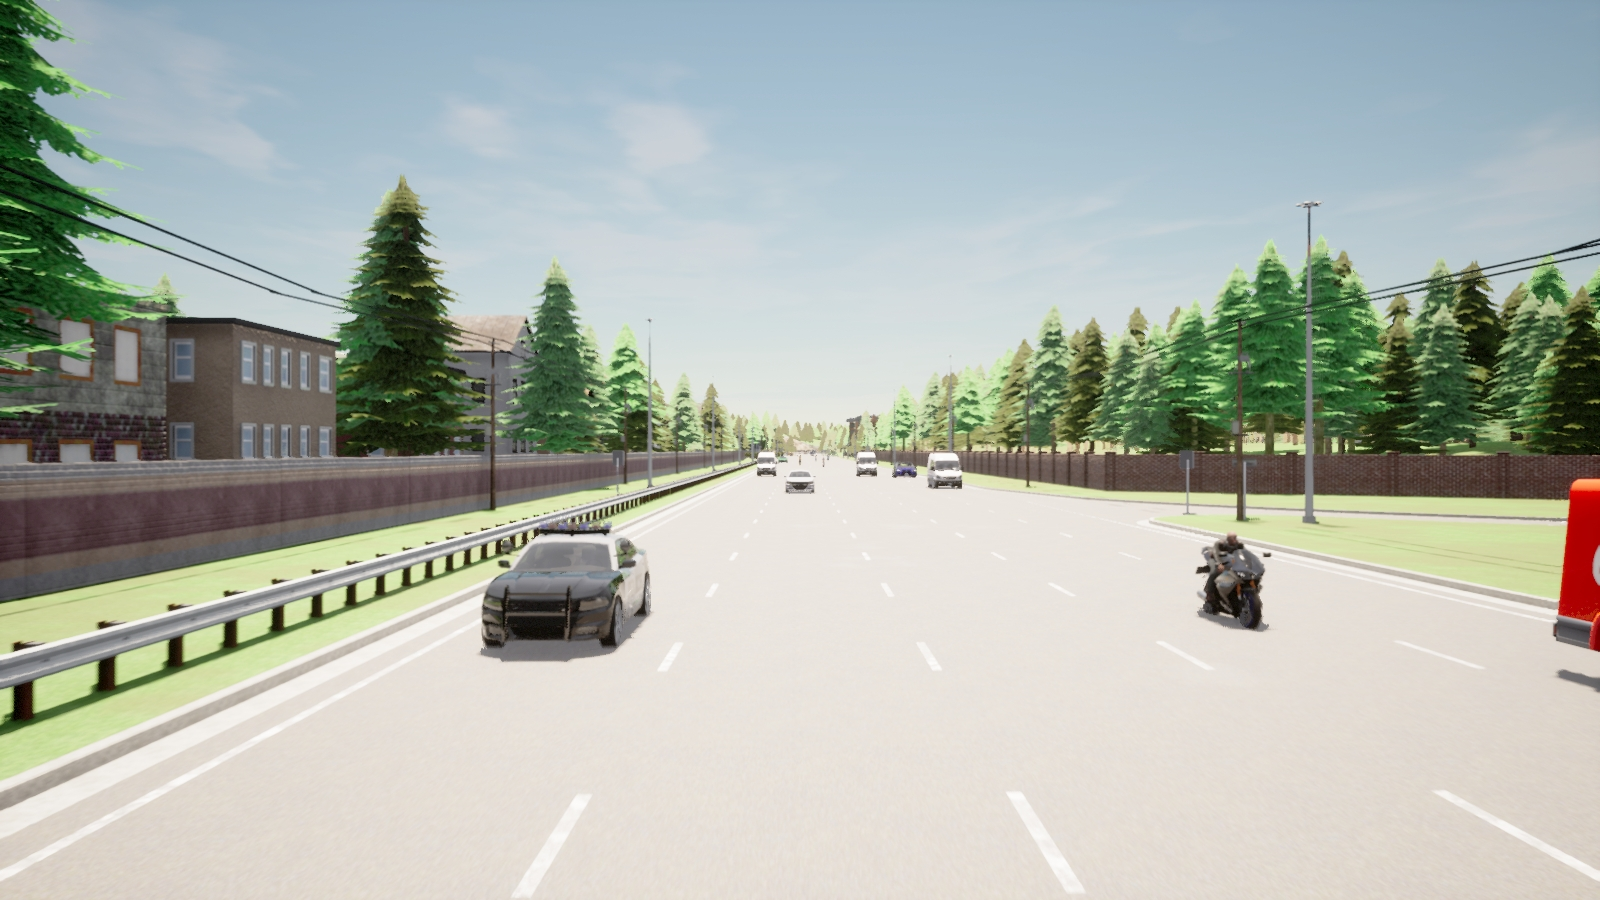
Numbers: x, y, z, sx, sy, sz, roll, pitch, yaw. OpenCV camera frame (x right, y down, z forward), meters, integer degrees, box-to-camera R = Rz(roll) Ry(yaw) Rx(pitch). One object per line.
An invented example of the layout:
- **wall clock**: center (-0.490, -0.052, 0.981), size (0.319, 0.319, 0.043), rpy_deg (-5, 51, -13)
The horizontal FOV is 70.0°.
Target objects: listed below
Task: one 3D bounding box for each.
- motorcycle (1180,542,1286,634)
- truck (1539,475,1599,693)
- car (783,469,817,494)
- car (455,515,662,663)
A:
- **motorcycle**: center (7.015, 2.205, 18.638), size (0.867, 1.251, 2.209), rpy_deg (0, 0, -1)
- **truck**: center (10.446, 1.567, 11.555), size (2.627, 2.467, 5.204), rpy_deg (1, 0, 1)
- **car**: center (-0.003, 2.034, 74.838), size (2.097, 1.535, 5.006), rpy_deg (0, 0, 0)
- **car**: center (-3.501, 1.982, 17.677), size (2.097, 1.638, 5.238), rpy_deg (0, 0, 0)
